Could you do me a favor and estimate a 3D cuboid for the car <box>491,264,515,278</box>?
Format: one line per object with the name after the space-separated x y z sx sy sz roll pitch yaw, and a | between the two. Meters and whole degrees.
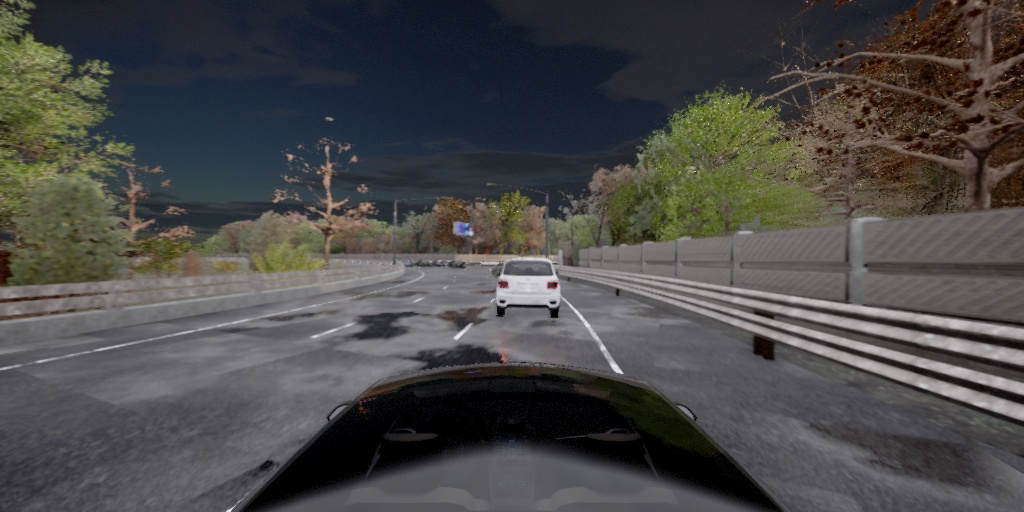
-1.101 1.653 40.153 1.994 1.385 4.181 1 -1 -11 | car

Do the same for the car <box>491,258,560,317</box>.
0.622 1.091 13.944 2.150 2.045 5.566 1 -1 3 | car
